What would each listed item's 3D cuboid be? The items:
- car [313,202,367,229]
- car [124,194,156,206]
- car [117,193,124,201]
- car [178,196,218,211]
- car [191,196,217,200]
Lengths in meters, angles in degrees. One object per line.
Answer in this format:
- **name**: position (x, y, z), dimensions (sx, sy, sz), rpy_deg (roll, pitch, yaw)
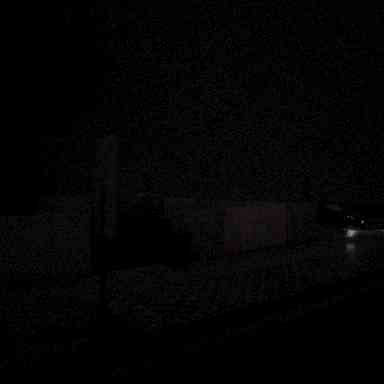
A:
- **car**: position (8.217, 1.376, 20.492), dimensions (1.812, 1.442, 4.674), rpy_deg (1, 0, -34)
- **car**: position (-6.076, 1.007, 40.504), dimensions (1.882, 1.535, 5.008), rpy_deg (1, 0, -36)
- **car**: position (-11.518, 0.920, 53.034), dimensions (2.033, 1.411, 5.357), rpy_deg (1, 0, -36)
- **car**: position (0.582, 1.173, 36.299), dimensions (1.812, 1.442, 4.674), rpy_deg (1, 0, -36)
- **car**: position (1.384, 1.190, 30.135), dimensions (2.128, 1.511, 4.902), rpy_deg (1, 0, -36)
